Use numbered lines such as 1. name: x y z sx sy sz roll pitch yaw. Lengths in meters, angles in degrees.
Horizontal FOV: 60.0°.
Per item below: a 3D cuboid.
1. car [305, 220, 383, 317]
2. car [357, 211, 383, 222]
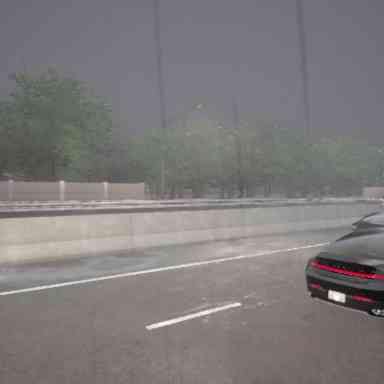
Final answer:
1. car: 4.412 1.515 7.020 4.892 1.490 1.837 0 0 -36
2. car: 8.615 1.545 14.320 4.674 1.442 1.812 0 0 -36
